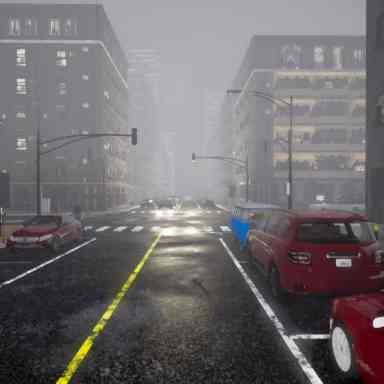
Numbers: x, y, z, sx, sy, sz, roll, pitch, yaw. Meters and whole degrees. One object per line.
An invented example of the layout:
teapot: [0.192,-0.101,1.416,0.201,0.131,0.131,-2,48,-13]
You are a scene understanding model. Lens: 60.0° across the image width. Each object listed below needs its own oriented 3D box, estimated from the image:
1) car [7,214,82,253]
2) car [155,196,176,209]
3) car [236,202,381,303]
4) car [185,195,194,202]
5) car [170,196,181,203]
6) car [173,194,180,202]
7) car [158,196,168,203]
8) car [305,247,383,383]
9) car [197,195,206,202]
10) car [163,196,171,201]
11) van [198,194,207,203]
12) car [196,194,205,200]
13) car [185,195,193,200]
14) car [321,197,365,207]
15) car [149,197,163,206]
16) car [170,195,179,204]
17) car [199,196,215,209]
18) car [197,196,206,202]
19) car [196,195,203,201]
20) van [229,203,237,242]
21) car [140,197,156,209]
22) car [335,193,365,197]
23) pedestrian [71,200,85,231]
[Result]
car: [-5.807,1.580,13.628,1.802,1.307,4.206,0,0,0]
car: [-3.448,1.601,43.972,1.895,1.301,4.718,0,0,-1]
car: [2.618,1.314,8.170,2.192,1.841,5.009,0,0,0]
car: [-0.631,1.532,75.523,1.812,1.442,4.674,0,0,0]
car: [-3.614,1.555,73.648,2.033,1.411,5.357,0,0,0]
car: [-3.581,1.361,63.111,2.097,1.767,4.553,0,0,0]
car: [-6.312,1.560,73.649,1.887,1.381,4.507,0,0,0]
car: [2.667,1.544,2.642,1.887,1.381,4.507,0,0,0]
car: [2.255,1.569,51.614,1.947,1.339,4.313,0,0,0]
car: [-6.405,1.604,84.695,1.802,1.307,4.206,0,0,0]
van: [2.114,1.352,68.183,1.690,1.788,3.998,0,0,0]
car: [2.162,1.553,62.660,1.887,1.381,4.507,0,0,0]
car: [-0.714,1.451,85.558,1.895,1.301,4.718,0,0,0]
car: [13.374,1.366,30.728,4.718,1.301,1.895,-1,0,-1]
car: [-6.172,1.571,57.079,1.947,1.339,4.313,0,0,0]
car: [-3.537,1.567,53.061,1.994,1.385,4.181,0,0,-1]
car: [2.301,1.583,46.091,1.802,1.307,4.206,0,0,0]
car: [2.069,1.581,73.707,1.947,1.339,4.313,0,0,0]
car: [1.927,1.553,90.446,1.752,1.417,4.829,0,0,0]
van: [2.572,1.339,13.697,1.690,1.788,3.998,0,0,0]
car: [-6.079,1.566,46.032,1.947,1.339,4.313,0,0,0]
car: [15.484,1.030,33.340,5.009,1.841,2.192,-1,1,-1]
pedestrian: [-6.451,1.291,18.777,0.375,1.860,0.375,0,0,0]
